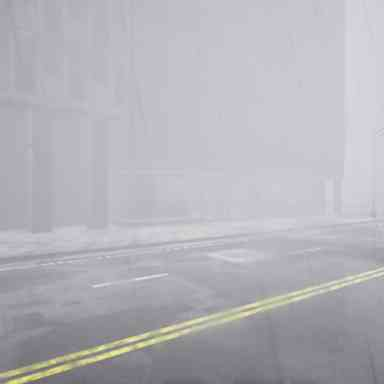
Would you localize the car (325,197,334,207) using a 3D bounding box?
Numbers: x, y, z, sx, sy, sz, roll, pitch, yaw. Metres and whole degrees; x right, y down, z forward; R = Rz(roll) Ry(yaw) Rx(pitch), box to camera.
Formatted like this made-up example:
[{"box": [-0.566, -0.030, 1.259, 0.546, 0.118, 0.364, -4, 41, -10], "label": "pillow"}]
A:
[{"box": [19.425, 1.315, 51.511, 2.150, 2.045, 5.566, 0, 2, -36], "label": "car"}]
